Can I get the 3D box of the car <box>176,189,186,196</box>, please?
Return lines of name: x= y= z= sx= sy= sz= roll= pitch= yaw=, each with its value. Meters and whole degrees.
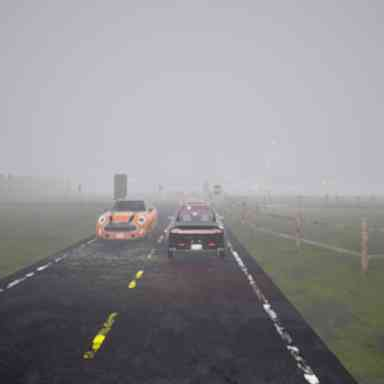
car: x=-2.460 y=0.137 z=72.574 sx=1.837 sy=1.490 sz=4.892 roll=0 pitch=1 yaw=0

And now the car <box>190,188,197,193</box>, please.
car: x=0.377 y=-0.418 z=94.358 sx=1.812 sy=1.442 sz=4.674 roll=0 pitch=1 yaw=0

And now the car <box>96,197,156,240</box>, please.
car: x=-2.773 y=1.067 z=15.104 sx=2.097 sy=1.767 sz=4.553 roll=0 pitch=1 yaw=0

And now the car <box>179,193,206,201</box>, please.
car: x=0.180 y=1.065 z=21.891 sx=1.882 sy=1.535 sz=5.008 roll=0 pitch=1 yaw=0

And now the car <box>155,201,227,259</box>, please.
car: x=0.141 y=1.270 z=11.627 sx=2.128 sy=1.511 sz=4.902 roll=0 pitch=1 yaw=0

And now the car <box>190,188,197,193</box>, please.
car: x=0.337 y=0.002 z=84.393 sx=1.895 sy=1.301 sz=4.718 roll=0 pitch=1 yaw=0
